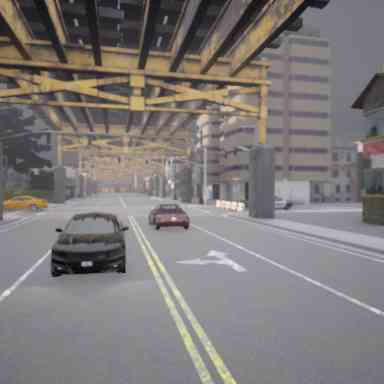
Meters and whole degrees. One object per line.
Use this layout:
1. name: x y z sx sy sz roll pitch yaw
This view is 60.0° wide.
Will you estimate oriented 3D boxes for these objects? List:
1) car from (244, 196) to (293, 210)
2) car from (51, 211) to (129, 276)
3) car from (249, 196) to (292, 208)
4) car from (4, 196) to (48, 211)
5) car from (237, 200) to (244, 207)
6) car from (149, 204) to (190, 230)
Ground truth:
1. car: 8.424 1.200 35.641 4.974 1.542 2.038 0 1 -33
2. car: -3.033 1.397 10.342 1.882 1.535 5.008 0 1 -13
3. car: 8.468 1.042 35.668 4.536 1.218 1.853 0 1 -33
4. car: -17.418 1.155 33.905 5.008 1.535 1.882 -1 0 -10
5. car: 7.812 1.163 39.767 4.974 1.542 2.038 0 0 12
6. car: -1.458 1.408 20.046 1.994 1.385 4.181 0 0 -14
